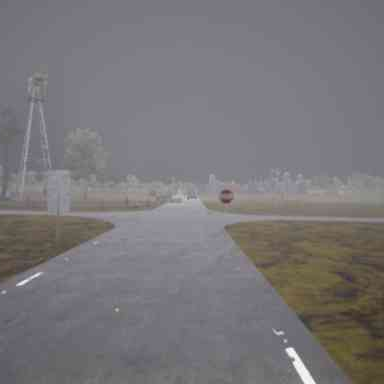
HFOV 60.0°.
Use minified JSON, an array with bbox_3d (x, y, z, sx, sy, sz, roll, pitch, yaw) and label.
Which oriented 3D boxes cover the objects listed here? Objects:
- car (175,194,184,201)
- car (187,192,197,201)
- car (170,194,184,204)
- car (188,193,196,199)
[{"bbox_3d":[-2.750,1.186,74.099,1.882,1.535,5.008,0,0,0],"label":"car"},{"bbox_3d":[0.000,0.920,75.687,2.150,2.045,5.566,0,0,0],"label":"car"},{"bbox_3d":[-2.793,1.285,58.720,1.812,1.442,4.674,0,0,1],"label":"car"},{"bbox_3d":[0.000,1.060,86.083,1.994,1.385,4.181,0,0,0],"label":"car"}]
